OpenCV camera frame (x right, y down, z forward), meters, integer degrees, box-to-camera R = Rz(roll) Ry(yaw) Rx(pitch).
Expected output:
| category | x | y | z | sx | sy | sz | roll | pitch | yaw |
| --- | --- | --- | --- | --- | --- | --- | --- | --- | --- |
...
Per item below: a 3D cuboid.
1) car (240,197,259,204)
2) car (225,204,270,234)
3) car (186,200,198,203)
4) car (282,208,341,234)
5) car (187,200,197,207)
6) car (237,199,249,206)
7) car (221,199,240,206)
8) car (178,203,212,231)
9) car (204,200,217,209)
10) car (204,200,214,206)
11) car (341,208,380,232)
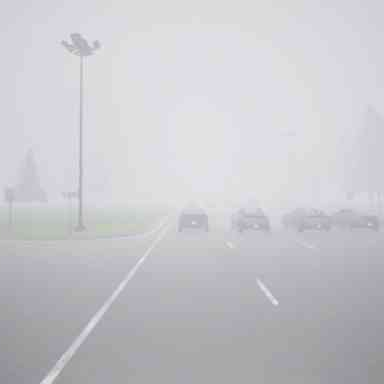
| category | x | y | z | sx | sy | sz | roll | pitch | yaw |
| --- | --- | --- | --- | --- | --- | --- | --- | --- | --- |
| car | 10.490 | 1.919 | 59.104 | 2.150 | 2.045 | 5.566 | 0 | -1 | 0 |
| car | 3.596 | 1.741 | 21.005 | 2.128 | 1.511 | 4.902 | 0 | -1 | 0 |
| car | -0.010 | 2.211 | 59.869 | 1.837 | 1.490 | 4.892 | 0 | -1 | 0 |
| car | 7.097 | 1.741 | 21.005 | 2.128 | 1.511 | 4.902 | 0 | -1 | 0 |
| car | -0.011 | 2.288 | 68.828 | 1.895 | 1.301 | 4.718 | 0 | -1 | 0 |
| car | 10.489 | 2.163 | 68.794 | 1.812 | 1.442 | 4.674 | 0 | -1 | 0 |
| car | 6.990 | 2.202 | 60.223 | 2.128 | 1.511 | 4.902 | 0 | -1 | 0 |
| car | 0.097 | 1.745 | 22.605 | 1.882 | 1.535 | 5.008 | 0 | -1 | 0 |
| car | 3.490 | 2.274 | 60.129 | 1.994 | 1.385 | 4.181 | 0 | -1 | 0 |
| car | 3.489 | 2.249 | 68.826 | 1.895 | 1.301 | 4.718 | 0 | -1 | 0 |
| car | 10.597 | 1.788 | 22.099 | 1.812 | 1.442 | 4.674 | 0 | -1 | 0 |
